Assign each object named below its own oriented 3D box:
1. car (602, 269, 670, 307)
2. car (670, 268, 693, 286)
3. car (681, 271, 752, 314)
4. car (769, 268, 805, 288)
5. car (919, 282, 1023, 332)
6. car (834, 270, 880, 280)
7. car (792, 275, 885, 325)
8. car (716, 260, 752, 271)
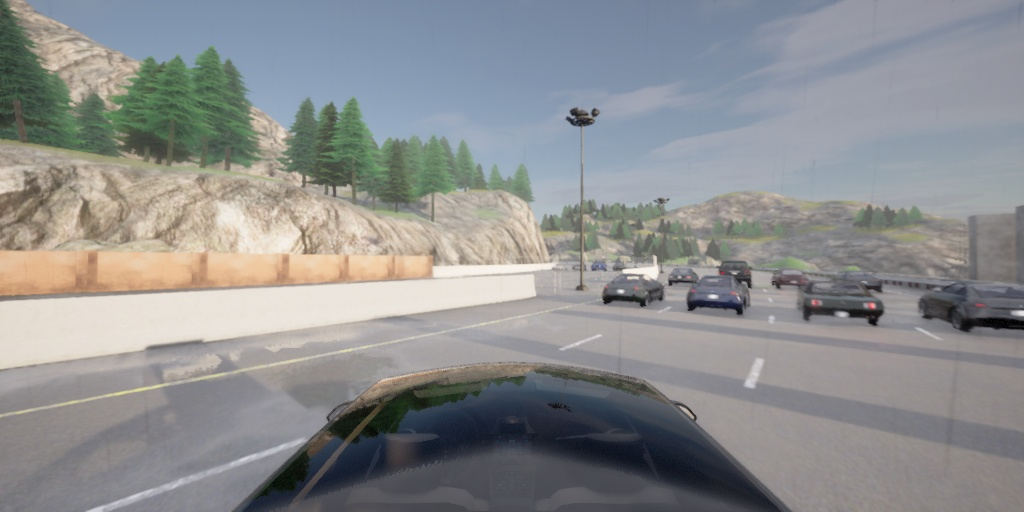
[{"bbox_3d":[5.881,1.515,17.113,1.994,1.385,4.181,0,-1,36],"label":"car"},{"bbox_3d":[13.919,1.667,29.151,2.033,1.411,5.357,0,-1,31],"label":"car"},{"bbox_3d":[8.681,1.501,15.012,1.994,1.385,4.181,0,-1,36],"label":"car"},{"bbox_3d":[20.575,1.641,26.647,1.812,1.442,4.674,0,-1,31],"label":"car"},{"bbox_3d":[14.354,1.475,10.906,1.994,1.385,4.181,0,-1,36],"label":"car"},{"bbox_3d":[23.373,1.667,24.512,1.994,1.385,4.181,0,-1,31],"label":"car"},{"bbox_3d":[11.376,1.522,12.754,1.895,1.301,4.718,0,-1,36],"label":"car"},{"bbox_3d":[16.925,1.335,27.361,2.150,2.045,5.566,0,0,31],"label":"car"}]
